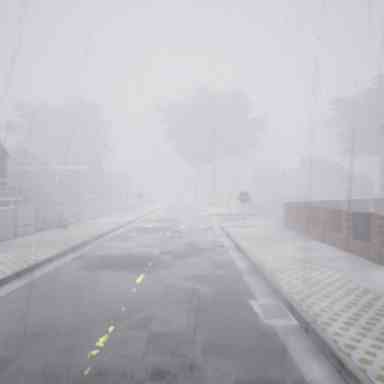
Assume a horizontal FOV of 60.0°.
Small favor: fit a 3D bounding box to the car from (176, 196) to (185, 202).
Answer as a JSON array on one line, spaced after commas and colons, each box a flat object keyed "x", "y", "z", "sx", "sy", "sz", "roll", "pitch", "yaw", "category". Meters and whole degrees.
[{"x": -2.720, "y": 1.627, "z": 75.800, "sx": 1.812, "sy": 1.442, "sz": 4.674, "roll": 0, "pitch": 0, "yaw": 0, "category": "car"}]
